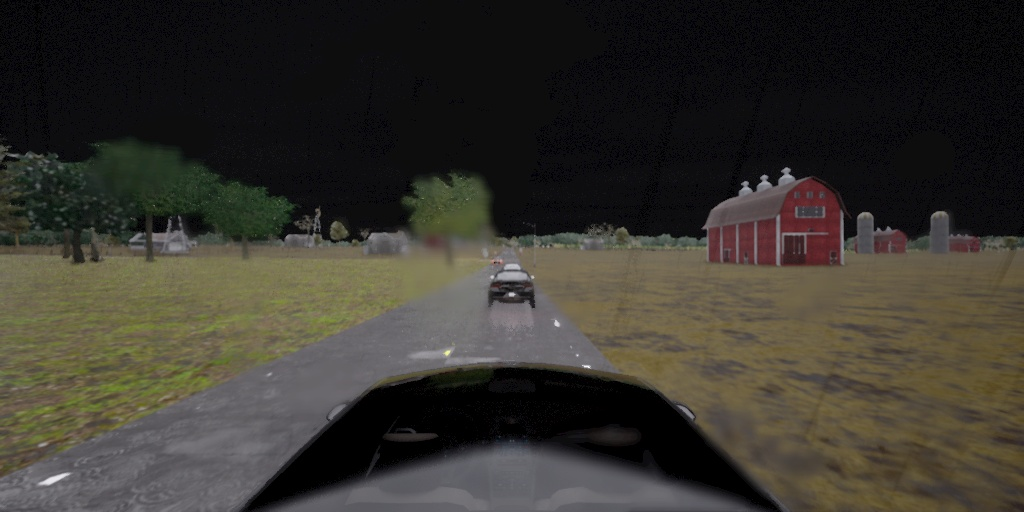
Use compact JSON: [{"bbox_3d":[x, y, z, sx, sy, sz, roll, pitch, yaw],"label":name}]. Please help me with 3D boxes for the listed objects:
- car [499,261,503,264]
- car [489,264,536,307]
[{"bbox_3d":[0.022,1.442,30.734,1.812,1.442,4.674,0,0,1],"label":"car"},{"bbox_3d":[0.026,1.317,16.069,1.882,1.535,5.008,0,0,0],"label":"car"}]
